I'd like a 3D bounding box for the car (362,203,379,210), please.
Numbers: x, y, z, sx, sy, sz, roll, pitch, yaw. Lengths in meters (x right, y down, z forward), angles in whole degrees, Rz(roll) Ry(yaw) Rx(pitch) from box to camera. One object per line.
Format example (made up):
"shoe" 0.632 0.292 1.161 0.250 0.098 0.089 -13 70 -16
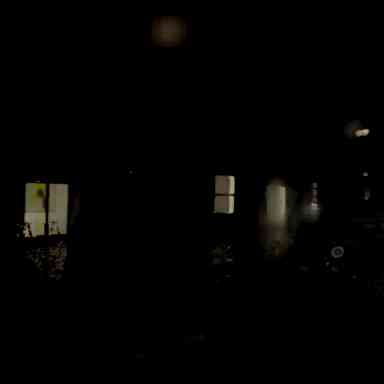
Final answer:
"car" 17.854 1.769 36.011 1.887 1.381 4.507 1 -1 -35

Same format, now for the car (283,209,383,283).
"car" 4.544 1.481 9.781 4.097 1.590 1.967 0 1 -35

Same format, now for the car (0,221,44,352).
"car" -4.258 1.309 3.499 5.009 1.841 2.192 0 1 -35
